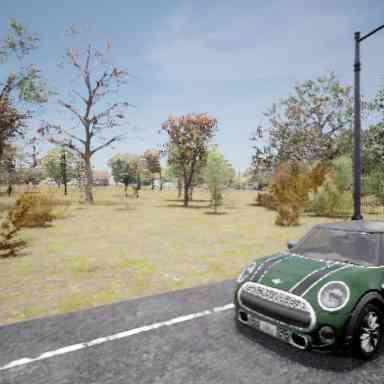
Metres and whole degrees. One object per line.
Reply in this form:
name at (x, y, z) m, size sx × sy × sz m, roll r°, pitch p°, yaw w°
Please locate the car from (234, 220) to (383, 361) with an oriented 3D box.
car at (2.918, 1.356, 6.072) m, size 4.553 × 1.767 × 2.097 m, roll 0°, pitch 0°, yaw -35°
